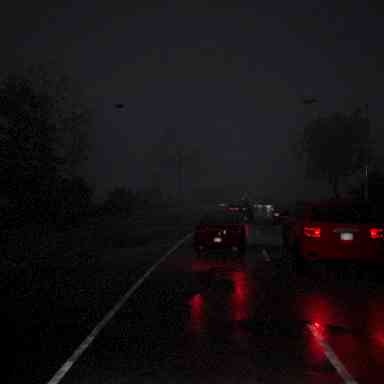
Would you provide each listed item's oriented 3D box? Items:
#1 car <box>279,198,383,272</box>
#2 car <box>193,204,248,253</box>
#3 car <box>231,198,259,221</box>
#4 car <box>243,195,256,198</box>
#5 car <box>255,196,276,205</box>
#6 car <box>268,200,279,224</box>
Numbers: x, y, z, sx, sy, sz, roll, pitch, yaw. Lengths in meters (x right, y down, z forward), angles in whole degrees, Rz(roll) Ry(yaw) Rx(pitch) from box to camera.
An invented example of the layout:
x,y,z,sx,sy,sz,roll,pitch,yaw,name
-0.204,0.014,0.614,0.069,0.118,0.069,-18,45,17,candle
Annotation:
x,y,z,sx,sy,sz,roll,pitch,yaw,name
4.358,1.222,11.067,2.150,2.045,5.566,0,0,9,car
1.263,1.472,13.748,1.882,1.535,5.008,0,0,9,car
3.992,1.484,27.102,2.128,1.511,4.902,0,0,16,car
10.529,1.325,60.340,2.097,1.767,4.553,0,0,32,car
13.251,1.493,58.125,1.837,1.490,4.892,0,0,31,car
6.807,1.548,24.270,2.033,1.411,5.357,0,0,15,car
